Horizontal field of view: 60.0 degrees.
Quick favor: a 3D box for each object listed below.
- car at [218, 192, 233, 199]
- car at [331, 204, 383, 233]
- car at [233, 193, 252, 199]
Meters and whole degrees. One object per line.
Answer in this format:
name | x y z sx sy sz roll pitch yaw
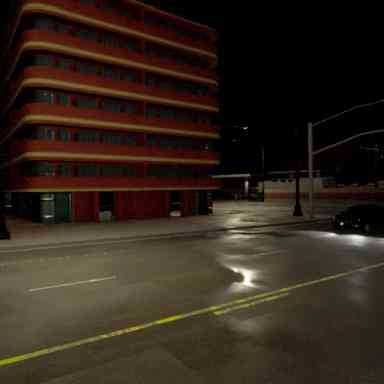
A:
car | 8.949 0.930 86.191 4.611 1.667 2.242 -1 1 -35
car | 10.252 1.521 19.767 4.892 1.490 1.837 0 0 -35
car | 12.919 1.061 81.968 3.806 1.475 1.970 -1 1 -35
